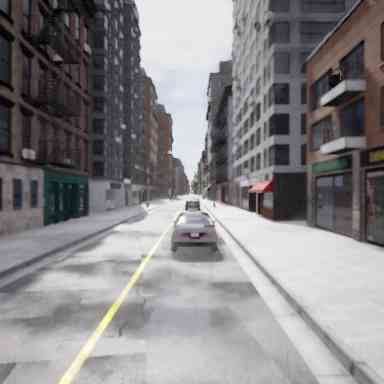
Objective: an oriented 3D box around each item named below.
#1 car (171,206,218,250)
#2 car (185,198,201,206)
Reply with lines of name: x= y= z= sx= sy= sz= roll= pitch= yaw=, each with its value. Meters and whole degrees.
car: x=0.096 y=1.555 z=14.217 sx=2.033 sy=1.411 sz=5.357 roll=0 pitch=0 yaw=0
car: x=0.087 y=1.515 z=42.860 sx=2.128 sy=1.511 sz=4.902 roll=0 pitch=0 yaw=0
